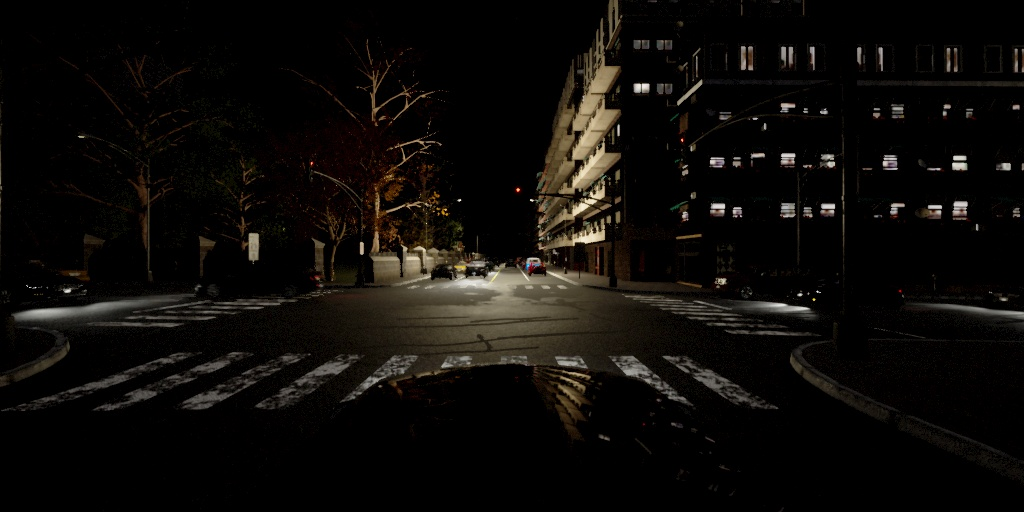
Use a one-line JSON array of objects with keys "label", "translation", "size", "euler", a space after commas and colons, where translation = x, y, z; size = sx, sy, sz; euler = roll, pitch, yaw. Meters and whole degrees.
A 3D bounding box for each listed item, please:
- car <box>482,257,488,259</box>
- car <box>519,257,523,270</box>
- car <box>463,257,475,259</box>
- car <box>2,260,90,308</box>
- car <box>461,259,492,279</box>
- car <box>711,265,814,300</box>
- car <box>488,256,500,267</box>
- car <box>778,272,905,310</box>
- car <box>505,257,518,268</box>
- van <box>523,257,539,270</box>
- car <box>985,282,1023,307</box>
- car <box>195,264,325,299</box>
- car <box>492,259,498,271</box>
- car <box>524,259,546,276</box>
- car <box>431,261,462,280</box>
[{"label": "car", "translation": [-5.983, 1.247, 64.973], "size": [1.967, 1.591, 4.097], "euler": [0, 0, 0]}, {"label": "car", "translation": [2.450, 1.229, 53.752], "size": [1.967, 1.591, 4.097], "euler": [0, 0, 0]}, {"label": "car", "translation": [-5.904, 1.096, 48.083], "size": [2.192, 1.841, 5.009], "euler": [0, 0, 0]}, {"label": "car", "translation": [-18.207, 0.954, 12.704], "size": [4.892, 1.490, 1.837], "euler": [1, 0, -1]}, {"label": "car", "translation": [-3.244, 1.257, 33.242], "size": [2.128, 1.511, 4.902], "euler": [0, 0, 0]}, {"label": "car", "translation": [13.372, 1.353, 18.941], "size": [5.009, 1.841, 2.192], "euler": [0, 0, -1]}, {"label": "car", "translation": [-3.296, 1.089, 65.307], "size": [2.150, 2.045, 5.566], "euler": [0, 0, 0]}, {"label": "car", "translation": [15.115, 1.623, 16.377], "size": [4.181, 1.385, 1.994], "euler": [1, 0, -1]}, {"label": "car", "translation": [-0.181, 1.366, 61.557], "size": [1.994, 1.385, 4.181], "euler": [0, 0, 0]}, {"label": "van", "translation": [2.503, 1.115, 42.492], "size": [1.690, 1.789, 3.998], "euler": [0, 0, 0]}, {"label": "car", "translation": [24.952, 1.764, 16.523], "size": [4.674, 1.442, 1.812], "euler": [1, 0, -1]}, {"label": "car", "translation": [-11.219, 1.090, 16.191], "size": [4.892, 1.490, 1.837], "euler": [1, 2, -11]}, {"label": "car", "translation": [-3.309, 1.382, 48.057], "size": [1.895, 1.301, 4.718], "euler": [0, 0, 0]}, {"label": "car", "translation": [2.529, 1.314, 36.861], "size": [1.888, 1.381, 4.507], "euler": [0, 0, 0]}, {"label": "car", "translation": [-5.825, 1.330, 31.192], "size": [1.948, 1.339, 4.313], "euler": [0, 0, 0]}]
